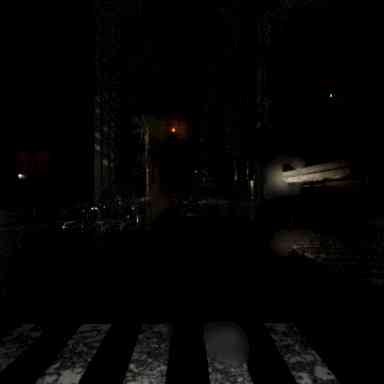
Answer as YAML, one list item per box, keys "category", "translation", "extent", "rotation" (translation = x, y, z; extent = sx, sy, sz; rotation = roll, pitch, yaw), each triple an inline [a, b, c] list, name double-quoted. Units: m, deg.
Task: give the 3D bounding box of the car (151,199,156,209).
- category: "car"
  translation: [-6.500, 1.735, 48.939]
  extent: [1.895, 1.301, 4.718]
  rotation: [0, 0, 0]

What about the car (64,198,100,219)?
- category: "car"
  translation: [-9.793, 1.544, 29.847]
  extent: [1.882, 1.535, 5.008]
  rotation: [0, 0, 0]

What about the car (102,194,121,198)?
- category: "car"
  translation: [-9.780, 1.320, 39.793]
  extent: [2.150, 2.045, 5.566]
  rotation: [0, 0, 0]

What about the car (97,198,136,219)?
- category: "car"
  translation: [-6.547, 1.543, 29.583]
  extent: [1.882, 1.535, 5.008]
  rotation: [0, 0, 0]

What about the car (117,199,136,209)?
- category: "car"
  translation: [-9.744, 1.701, 49.754]
  extent: [1.994, 1.385, 4.181]
  rotation: [0, 0, 0]

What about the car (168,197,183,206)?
- category: "car"
  translation: [-3.046, 1.696, 57.177]
  extent: [1.812, 1.442, 4.674]
  rotation: [0, 0, 0]

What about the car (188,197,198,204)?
- category: "car"
  translation: [0.232, 1.791, 69.812]
  extent: [1.994, 1.385, 4.181]
  rotation: [0, 0, 0]

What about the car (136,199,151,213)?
- category: "car"
  translation: [-6.528, 1.587, 39.051]
  extent: [2.128, 1.511, 4.902]
  rotation: [0, 0, 0]

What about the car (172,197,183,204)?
- category: "car"
  translation: [-3.018, 1.791, 69.793]
  extent: [1.994, 1.385, 4.181]
  rotation: [0, 0, 0]
